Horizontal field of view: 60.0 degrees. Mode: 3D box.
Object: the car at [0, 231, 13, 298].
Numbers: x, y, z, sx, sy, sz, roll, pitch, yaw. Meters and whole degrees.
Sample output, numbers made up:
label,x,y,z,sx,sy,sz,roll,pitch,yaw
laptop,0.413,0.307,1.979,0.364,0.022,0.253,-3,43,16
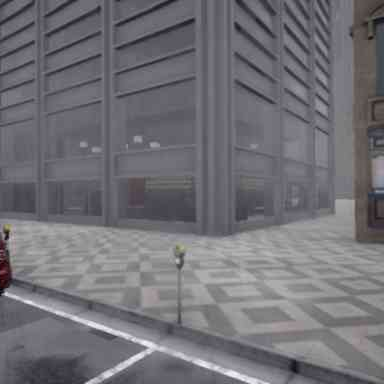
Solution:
label,x,y,z,sx,sy,sz,roll,pitch,yaw
car,-5.819,1.359,7.114,5.009,1.841,2.192,0,0,35
